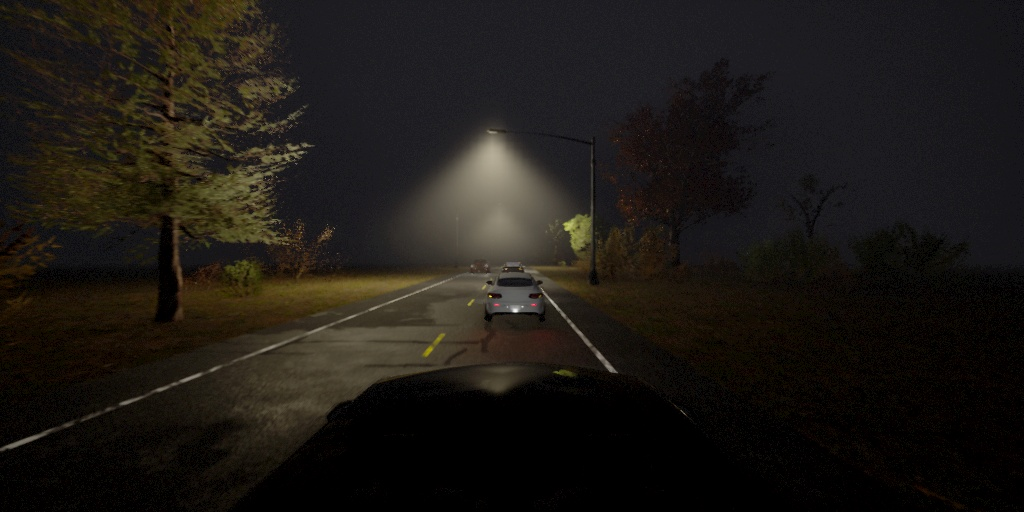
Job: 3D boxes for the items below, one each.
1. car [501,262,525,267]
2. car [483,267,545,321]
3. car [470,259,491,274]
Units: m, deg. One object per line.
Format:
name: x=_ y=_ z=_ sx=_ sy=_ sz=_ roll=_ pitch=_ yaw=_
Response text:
car: x=0.087 y=1.238 z=30.197 sx=2.128 sy=1.511 sz=4.902 roll=0 pitch=0 yaw=0
car: x=0.094 y=1.275 z=12.346 sx=1.812 sy=1.442 sz=4.674 roll=0 pitch=0 yaw=0
car: x=-3.589 y=1.093 z=41.425 sx=2.097 sy=1.767 sz=4.553 roll=0 pitch=0 yaw=0
